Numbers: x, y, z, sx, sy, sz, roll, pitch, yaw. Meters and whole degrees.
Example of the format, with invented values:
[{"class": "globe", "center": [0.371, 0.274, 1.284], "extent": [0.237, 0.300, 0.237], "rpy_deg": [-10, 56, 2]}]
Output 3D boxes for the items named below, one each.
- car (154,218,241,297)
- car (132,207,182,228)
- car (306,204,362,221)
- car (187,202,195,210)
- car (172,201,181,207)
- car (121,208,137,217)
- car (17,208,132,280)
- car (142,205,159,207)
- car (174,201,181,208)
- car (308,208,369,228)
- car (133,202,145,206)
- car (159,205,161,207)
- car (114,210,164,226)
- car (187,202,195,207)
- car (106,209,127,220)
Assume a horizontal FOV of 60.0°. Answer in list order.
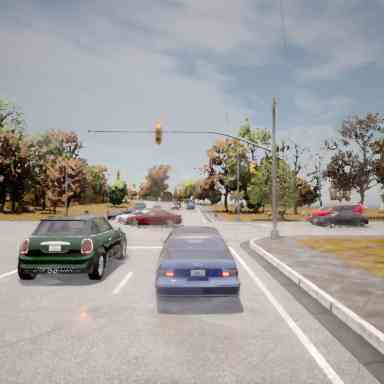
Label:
[{"class": "car", "center": [0.065, 1.645, 8.873], "extent": [2.033, 1.411, 5.357], "rpy_deg": [0, -1, -1]}, {"class": "car", "center": [-3.328, 2.365, 29.635], "extent": [5.008, 1.535, 1.882], "rpy_deg": [0, -3, 2]}, {"class": "car", "center": [14.307, 2.266, 33.169], "extent": [5.566, 2.045, 2.150], "rpy_deg": [0, -3, -2]}, {"class": "car", "center": [-0.231, 3.462, 77.751], "extent": [1.812, 1.442, 4.674], "rpy_deg": [0, 0, 0]}, {"class": "car", "center": [-3.732, 3.533, 77.806], "extent": [1.895, 1.301, 4.718], "rpy_deg": [0, 0, 0]}, {"class": "car", "center": [-10.754, 3.501, 57.448], "extent": [1.895, 1.301, 4.718], "rpy_deg": [0, -1, 0]}, {"class": "car", "center": [-3.447, 1.485, 10.487], "extent": [2.097, 1.767, 4.553], "rpy_deg": [0, -1, 0]}, {"class": "car", "center": [-7.252, 3.429, 57.660], "extent": [1.812, 1.442, 4.674], "rpy_deg": [0, -1, 0]}, {"class": "car", "center": [-3.855, 3.243, 87.838], "extent": [1.837, 1.490, 4.892], "rpy_deg": [0, 0, -4]}, {"class": "car", "center": [13.223, 2.410, 29.618], "extent": [4.674, 1.442, 1.812], "rpy_deg": [0, -3, -2]}, {"class": "car", "center": [-10.705, 3.199, 68.205], "extent": [2.150, 2.045, 5.566], "rpy_deg": [0, 0, 0]}, {"class": "car", "center": [-7.215, 3.483, 67.950], "extent": [1.837, 1.490, 4.892], "rpy_deg": [0, 0, 0]}, {"class": "car", "center": [-5.243, 2.579, 33.224], "extent": [4.674, 1.442, 1.812], "rpy_deg": [0, -3, 3]}, {"class": "car", "center": [-0.356, 3.299, 87.934], "extent": [1.994, 1.385, 4.181], "rpy_deg": [0, 0, -4]}, {"class": "car", "center": [-10.773, 3.205, 47.571], "extent": [2.033, 1.411, 5.357], "rpy_deg": [0, -2, -3]}]
